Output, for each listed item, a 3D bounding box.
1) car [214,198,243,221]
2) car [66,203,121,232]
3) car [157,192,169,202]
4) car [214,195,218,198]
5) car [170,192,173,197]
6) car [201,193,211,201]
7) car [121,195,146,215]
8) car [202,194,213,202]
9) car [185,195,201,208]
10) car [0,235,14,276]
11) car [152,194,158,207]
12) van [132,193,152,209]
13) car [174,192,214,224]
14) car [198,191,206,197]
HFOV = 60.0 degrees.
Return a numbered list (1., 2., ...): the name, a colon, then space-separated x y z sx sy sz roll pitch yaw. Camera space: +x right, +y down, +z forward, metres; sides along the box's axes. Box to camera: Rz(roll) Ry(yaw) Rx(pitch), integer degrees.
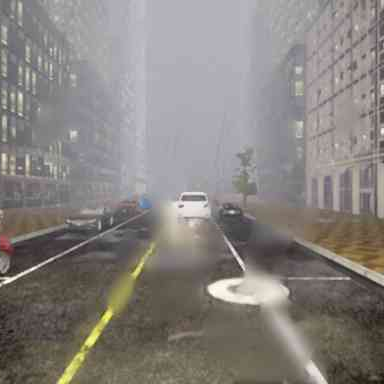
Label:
1. car: 2.703 1.365 24.551 1.947 1.339 4.313 0 0 0
2. car: -5.680 1.396 18.874 2.008 1.369 4.403 0 0 0
3. car: -5.665 0.949 58.717 1.967 1.590 4.097 0 0 0
4. car: 2.712 1.048 47.316 1.967 1.590 4.097 0 0 0
5. car: -5.662 0.975 70.103 1.947 1.339 4.313 0 1 0
6. car: 2.717 0.983 64.562 1.752 1.417 4.829 0 1 0
7. car: -5.676 1.296 30.258 1.887 1.381 4.507 0 0 0
8. car: 2.715 1.091 58.701 1.802 1.307 4.206 0 1 0
9. car: 0.111 1.180 41.739 1.812 1.442 4.674 0 1 0
10. car: -5.684 1.521 7.489 1.802 1.307 4.206 0 0 0
11. car: -5.672 1.238 41.643 1.802 1.307 4.206 0 0 0
12. van: -5.673 1.045 35.949 1.690 1.788 3.998 0 0 0
13. car: 0.108 1.031 23.129 2.150 2.045 5.566 0 0 0
14. car: 2.728 0.649 92.850 1.967 1.590 4.097 0 1 0
